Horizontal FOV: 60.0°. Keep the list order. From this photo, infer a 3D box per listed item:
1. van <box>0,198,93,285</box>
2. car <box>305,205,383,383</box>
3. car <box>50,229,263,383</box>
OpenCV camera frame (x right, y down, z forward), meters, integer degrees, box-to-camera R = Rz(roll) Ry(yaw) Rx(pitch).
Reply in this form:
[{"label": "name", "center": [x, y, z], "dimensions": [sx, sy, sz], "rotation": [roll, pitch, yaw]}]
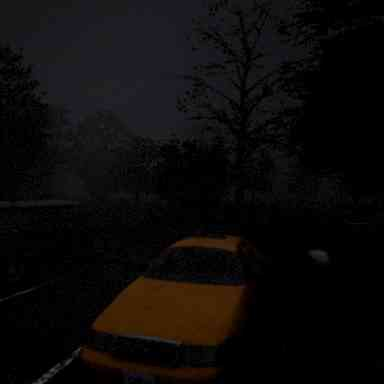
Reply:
[{"label": "van", "center": [-4.539, 1.218, 9.450], "dimensions": [1.878, 1.987, 4.442], "rotation": [0, -1, 16]}, {"label": "car", "center": [2.662, 1.233, 4.149], "dimensions": [2.435, 2.045, 5.566], "rotation": [1, 0, 16]}, {"label": "car", "center": [0.220, 1.466, 5.718], "dimensions": [1.946, 1.575, 5.366], "rotation": [1, 0, 15]}]
